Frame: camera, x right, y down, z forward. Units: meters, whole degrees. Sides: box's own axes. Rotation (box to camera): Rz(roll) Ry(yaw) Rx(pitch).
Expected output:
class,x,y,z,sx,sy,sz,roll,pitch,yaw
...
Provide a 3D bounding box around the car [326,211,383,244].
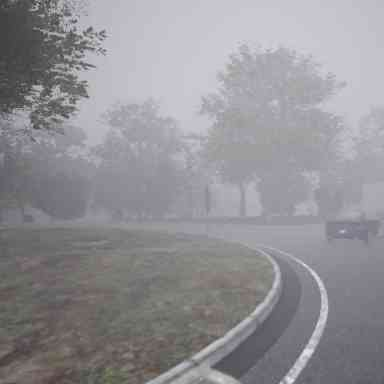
class,x,y,z,sx,sy,sz,roll,pitch,yaw
car,8.639,1.738,17.640,1.882,1.535,5.008,-3,-3,38
